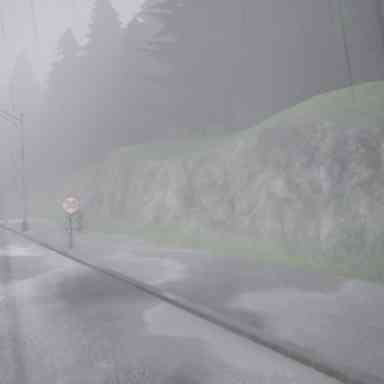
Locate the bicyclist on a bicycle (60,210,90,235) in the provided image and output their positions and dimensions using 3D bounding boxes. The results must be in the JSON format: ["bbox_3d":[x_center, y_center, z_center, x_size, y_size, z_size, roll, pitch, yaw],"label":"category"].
[{"bbox_3d":[-6.499,1.540,18.517,1.656,1.620,0.582,-2,0,-37],"label":"bicyclist on a bicycle"}]
